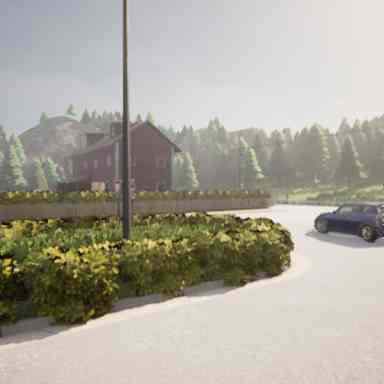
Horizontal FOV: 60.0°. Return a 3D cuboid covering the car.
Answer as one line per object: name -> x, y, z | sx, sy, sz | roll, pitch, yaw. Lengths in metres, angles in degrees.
car -> 7.983, 1.252, 15.980 | 2.097, 1.767, 4.553 | 0, 0, -16

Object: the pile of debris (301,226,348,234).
pile of debris -> 7.166, 2.072, 18.073 | 1.500, 0.140, 1.860 | 0, 0, -35

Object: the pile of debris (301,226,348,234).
pile of debris -> 7.166, 2.072, 18.073 | 1.500, 0.140, 1.860 | 0, 0, -35
